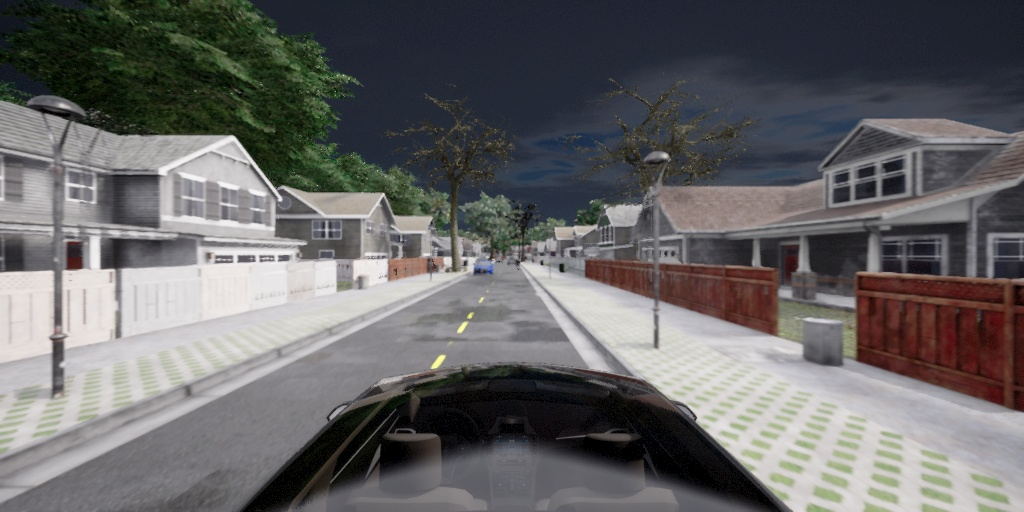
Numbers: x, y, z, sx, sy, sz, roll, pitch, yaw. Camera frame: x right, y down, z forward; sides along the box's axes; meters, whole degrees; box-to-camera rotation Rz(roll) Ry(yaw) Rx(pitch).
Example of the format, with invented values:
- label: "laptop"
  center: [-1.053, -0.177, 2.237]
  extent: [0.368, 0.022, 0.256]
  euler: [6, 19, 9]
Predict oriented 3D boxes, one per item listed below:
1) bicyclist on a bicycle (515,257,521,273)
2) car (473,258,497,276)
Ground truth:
- label: "bicyclist on a bicycle"
  center: [0.744, 1.068, 42.035]
  extent: [0.659, 1.776, 1.843]
  euler: [0, 0, 0]
- label: "car"
  center: [-2.850, 1.185, 36.543]
  extent: [1.882, 1.535, 5.008]
  euler: [0, 0, 0]
